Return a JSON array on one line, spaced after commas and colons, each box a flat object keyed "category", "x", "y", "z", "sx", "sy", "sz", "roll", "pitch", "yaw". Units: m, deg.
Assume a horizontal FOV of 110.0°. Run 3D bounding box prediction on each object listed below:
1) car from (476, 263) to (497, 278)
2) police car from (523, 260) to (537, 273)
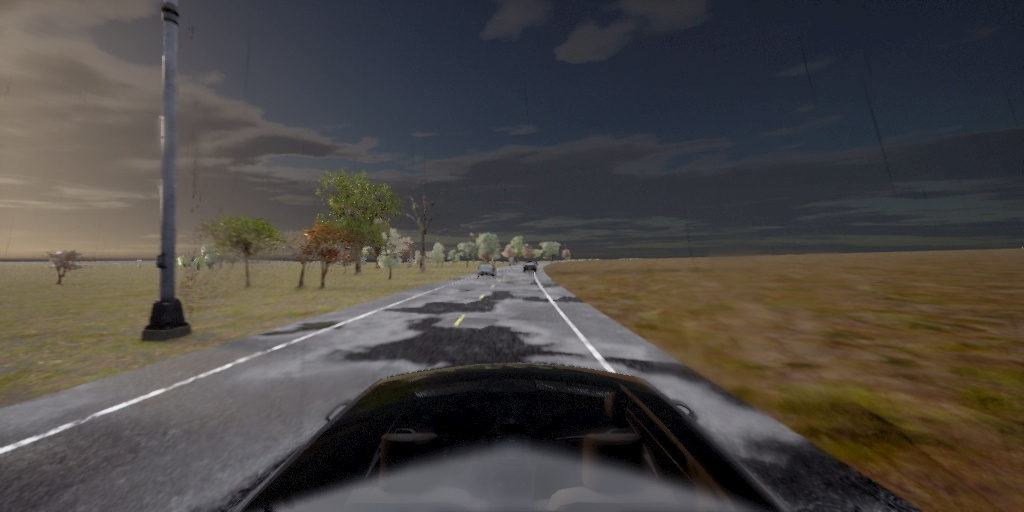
[{"category": "car", "x": -2.738, "y": 1.586, "z": 39.460, "sx": 1.837, "sy": 1.490, "sz": 4.892, "roll": 0, "pitch": 0, "yaw": 3}, {"category": "police car", "x": 2.665, "y": 1.641, "z": 54.062, "sx": 1.930, "sy": 1.638, "sz": 5.238, "roll": 0, "pitch": 0, "yaw": 4}]
